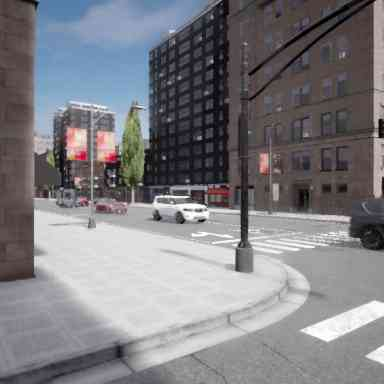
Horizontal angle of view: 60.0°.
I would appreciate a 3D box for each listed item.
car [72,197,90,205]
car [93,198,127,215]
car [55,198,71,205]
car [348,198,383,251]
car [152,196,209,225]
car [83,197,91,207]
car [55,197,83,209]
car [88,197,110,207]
[{"bbox_3d":[-22.136,1.749,66.269,2.128,1.511,4.902,0,0,-36],"label":"car"},{"bbox_3d":[-8.876,1.480,36.481,2.097,1.767,4.553,0,0,-36],"label":"car"},{"bbox_3d":[-25.310,1.857,65.113,1.895,1.301,4.718,0,0,-36],"label":"car"},{"bbox_3d":[8.672,1.235,12.181,2.150,2.045,5.566,0,-1,-36],"label":"car"},{"bbox_3d":[-1.069,1.302,25.662,2.150,2.045,5.566,0,-1,-36],"label":"car"},{"bbox_3d":[-18.942,1.743,56.300,1.812,1.442,4.674,0,0,-36],"label":"car"},{"bbox_3d":[-18.706,1.795,50.246,2.033,1.411,5.357,0,0,-36],"label":"car"},{"bbox_3d":[-16.227,1.714,58.085,2.128,1.511,4.902,0,0,-36],"label":"car"}]
